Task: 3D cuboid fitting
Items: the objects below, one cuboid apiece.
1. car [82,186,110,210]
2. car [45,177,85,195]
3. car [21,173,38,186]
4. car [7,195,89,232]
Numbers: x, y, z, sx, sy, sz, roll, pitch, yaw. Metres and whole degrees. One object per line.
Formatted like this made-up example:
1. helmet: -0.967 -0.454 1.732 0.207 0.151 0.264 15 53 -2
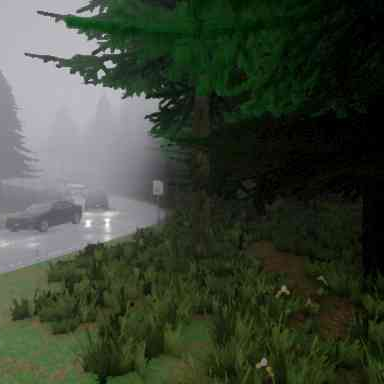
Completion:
1. car: -8.318 0.651 28.895 1.837 1.490 4.892 0 5 -19
2. car: -14.114 -0.587 38.015 5.566 2.045 2.150 6 4 39
3. car: -25.641 -2.127 52.452 2.150 2.045 5.566 0 5 -30
4. car: -8.122 1.226 18.790 1.882 1.535 5.008 0 2 12
